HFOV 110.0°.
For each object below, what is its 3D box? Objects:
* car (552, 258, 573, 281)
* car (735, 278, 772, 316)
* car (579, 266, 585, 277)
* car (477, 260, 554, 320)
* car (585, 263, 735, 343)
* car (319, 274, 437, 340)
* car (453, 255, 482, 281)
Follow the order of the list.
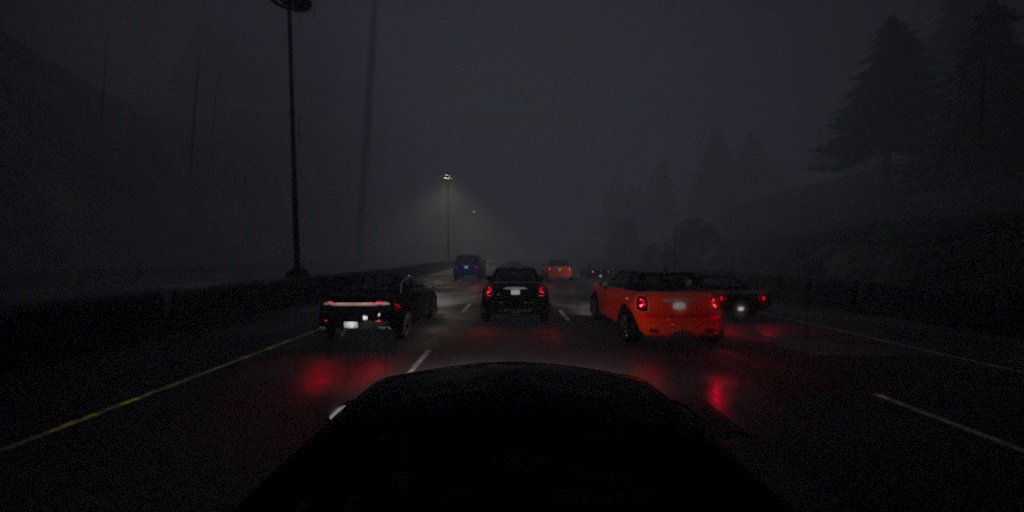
[{"bbox_3d":[3.611,1.046,29.244,2.097,1.767,4.553,0,0,0],"label":"car"},{"bbox_3d":[7.105,1.345,13.346,1.895,1.301,4.718,0,0,0],"label":"car"},{"bbox_3d":[7.112,1.284,31.035,1.895,1.301,4.718,0,0,0],"label":"car"},{"bbox_3d":[0.104,1.097,12.735,2.097,1.767,4.553,0,0,0],"label":"car"},{"bbox_3d":[3.604,1.097,9.834,2.097,1.767,4.553,0,0,0],"label":"car"},{"bbox_3d":[-3.396,1.238,9.988,2.128,1.511,4.902,0,0,0],"label":"car"},{"bbox_3d":[-3.389,0.916,29.227,2.150,2.045,5.566,0,0,0],"label":"car"}]
